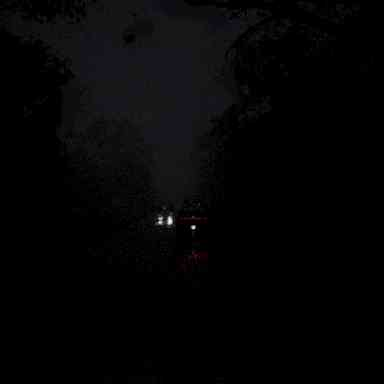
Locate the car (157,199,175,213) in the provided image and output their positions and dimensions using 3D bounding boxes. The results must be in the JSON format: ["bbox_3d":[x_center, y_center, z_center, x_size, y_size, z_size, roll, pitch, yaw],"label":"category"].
[{"bbox_3d":[-2.966,1.535,38.231,2.128,1.511,4.902,0,0,0],"label":"car"}]

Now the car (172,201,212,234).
[{"bbox_3d":[0.065,1.498,18.941,1.837,1.490,4.892,0,0,0],"label":"car"}]

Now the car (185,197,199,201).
[{"bbox_3d":[0.001,1.373,36.395,2.097,1.767,4.553,-1,0,0],"label":"car"}]
